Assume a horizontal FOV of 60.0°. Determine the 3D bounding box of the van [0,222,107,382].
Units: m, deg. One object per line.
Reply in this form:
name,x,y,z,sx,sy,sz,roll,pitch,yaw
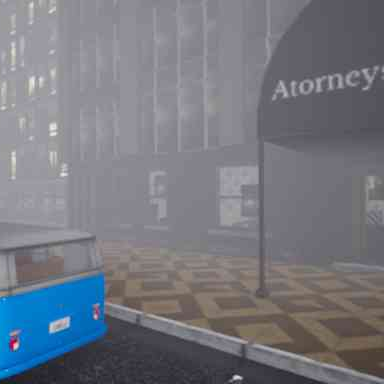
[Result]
van,-3.099,1.375,5.075,3.998,1.788,1.690,0,0,35
